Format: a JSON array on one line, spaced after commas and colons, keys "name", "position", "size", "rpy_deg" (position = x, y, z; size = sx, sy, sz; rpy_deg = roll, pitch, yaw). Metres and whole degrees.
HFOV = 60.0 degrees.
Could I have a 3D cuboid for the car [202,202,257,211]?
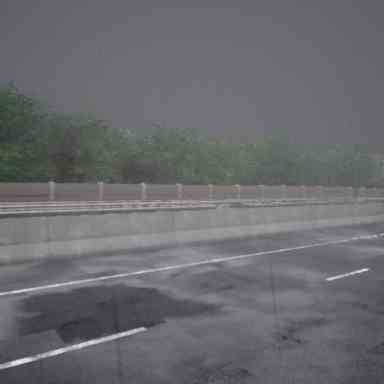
[{"name": "car", "position": [2.611, 1.465, 23.049], "size": [5.008, 1.535, 1.882], "rpy_deg": [0, 0, -35]}]
